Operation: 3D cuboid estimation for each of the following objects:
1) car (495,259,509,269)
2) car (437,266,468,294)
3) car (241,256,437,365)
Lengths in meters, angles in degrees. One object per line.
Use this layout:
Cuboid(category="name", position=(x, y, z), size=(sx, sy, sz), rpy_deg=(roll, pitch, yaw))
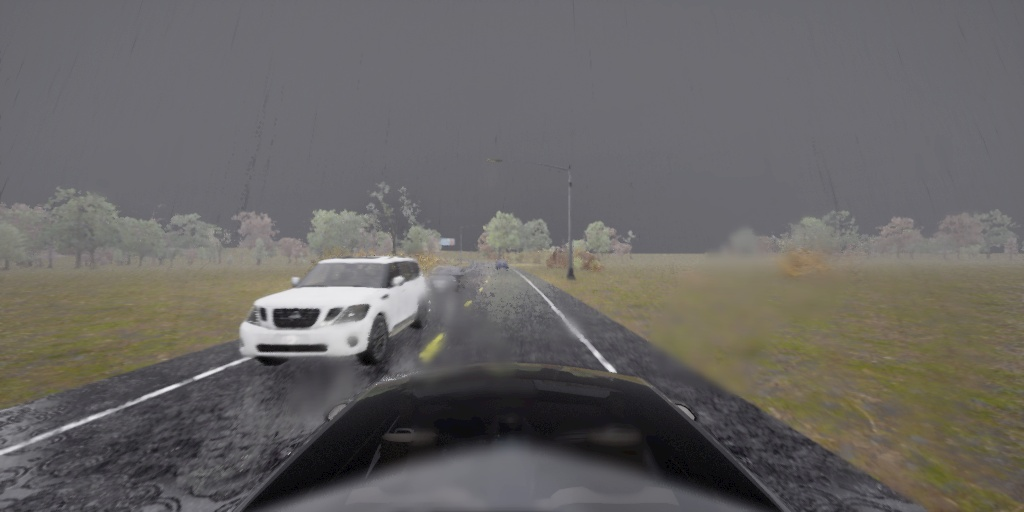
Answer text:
Cuboid(category="car", position=(-1.718, 1.353, 61.361), size=(2.097, 1.767, 4.553), rpy_deg=(0, 0, -4))
Cuboid(category="car", position=(-3.695, 1.338, 21.077), size=(2.128, 1.511, 4.902), rpy_deg=(0, 0, 0))
Cuboid(category="car", position=(-3.527, 1.014, 8.494), size=(2.150, 2.045, 5.566), rpy_deg=(0, -1, 0))
